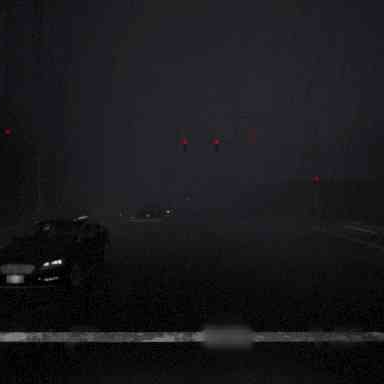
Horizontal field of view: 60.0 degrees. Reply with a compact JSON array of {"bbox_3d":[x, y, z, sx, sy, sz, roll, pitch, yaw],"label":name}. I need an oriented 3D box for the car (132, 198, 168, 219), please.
[{"bbox_3d":[-3.606,1.547,29.586,2.033,1.411,5.357,0,0,0],"label":"car"}]

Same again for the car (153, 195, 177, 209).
[{"bbox_3d":[-3.606,1.490,44.940,2.128,1.511,4.902,0,0,0],"label":"car"}]

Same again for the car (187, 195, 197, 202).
[{"bbox_3d":[-0.012,1.413,73.795,1.994,1.385,4.181,0,0,0],"label":"car"}]

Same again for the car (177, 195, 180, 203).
[{"bbox_3d":[-3.531,1.351,67.321,2.097,1.767,4.553,0,0,0],"label":"car"}]

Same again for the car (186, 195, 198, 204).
[{"bbox_3d":[-0.011,1.505,63.685,1.837,1.490,4.892,0,0,0],"label":"car"}]

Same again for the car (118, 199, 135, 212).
[{"bbox_3d":[-7.107,1.547,38.197,2.033,1.411,5.357,0,0,0],"label":"car"}]

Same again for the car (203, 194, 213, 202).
[{"bbox_3d":[3.490,1.355,74.375,2.097,1.767,4.553,0,0,0],"label":"car"}]

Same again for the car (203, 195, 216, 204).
[{"bbox_3d":[3.594,1.547,64.152,2.033,1.411,5.357,0,0,0],"label":"car"}]

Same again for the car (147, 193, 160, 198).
[{"bbox_3d":[-7.072,1.223,62.184,2.150,2.045,5.566,0,0,0],"label":"car"}]

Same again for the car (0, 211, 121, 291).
[{"bbox_3d":[-3.604,1.516,9.241,2.128,1.511,4.902,0,0,0],"label":"car"}]

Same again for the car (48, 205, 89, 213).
[{"bbox_3d":[-7.106,1.525,18.844,2.128,1.511,4.902,0,0,0],"label":"car"}]
